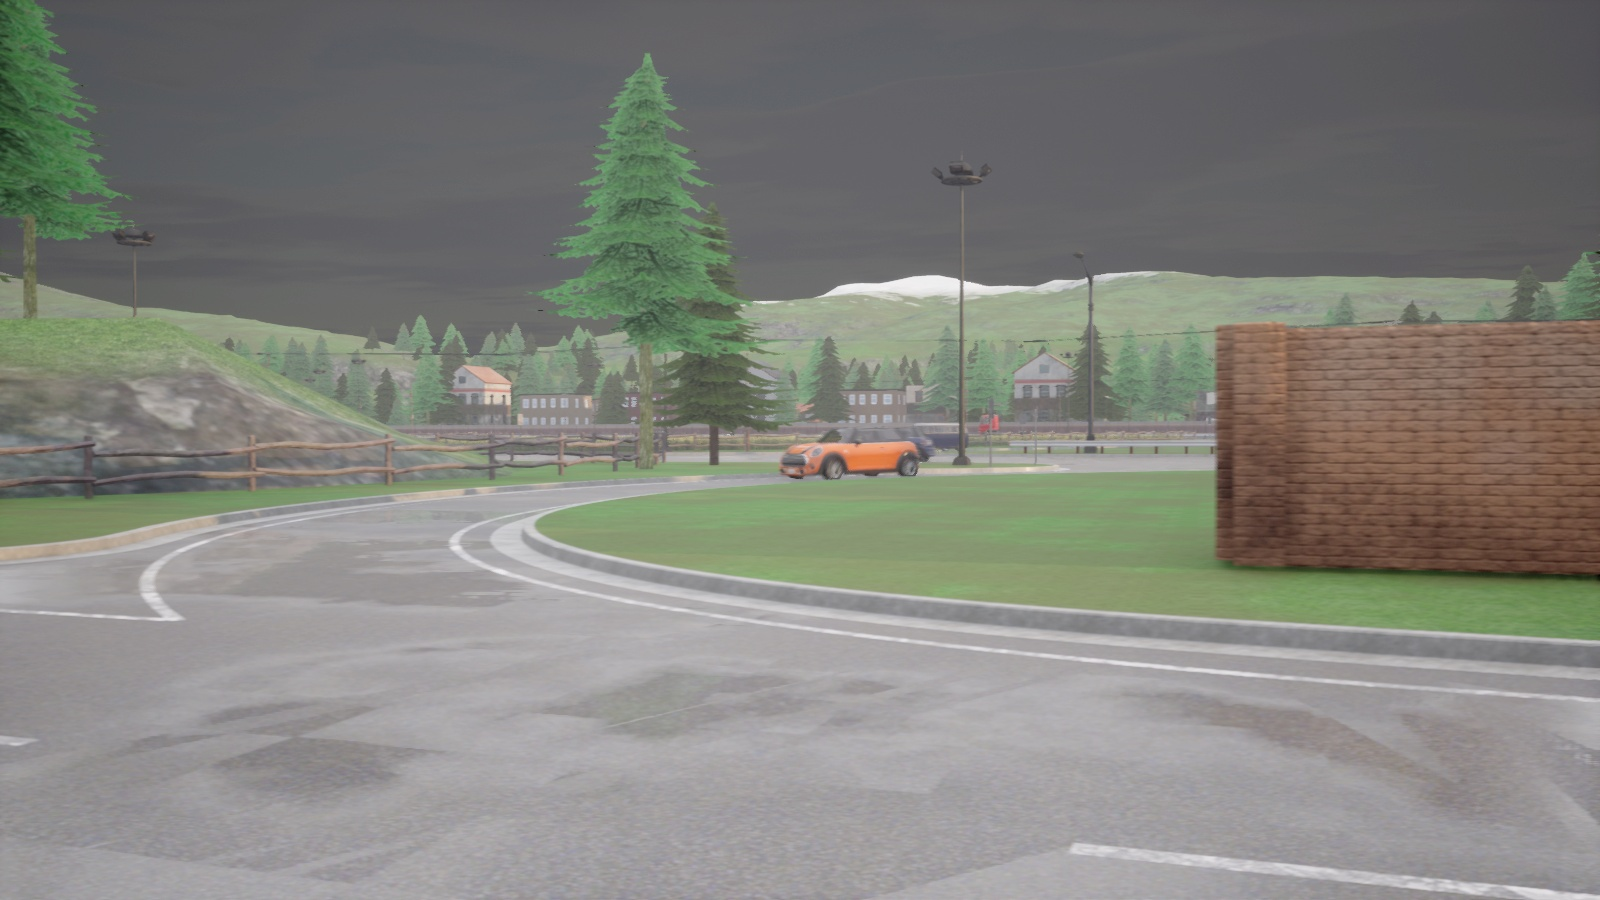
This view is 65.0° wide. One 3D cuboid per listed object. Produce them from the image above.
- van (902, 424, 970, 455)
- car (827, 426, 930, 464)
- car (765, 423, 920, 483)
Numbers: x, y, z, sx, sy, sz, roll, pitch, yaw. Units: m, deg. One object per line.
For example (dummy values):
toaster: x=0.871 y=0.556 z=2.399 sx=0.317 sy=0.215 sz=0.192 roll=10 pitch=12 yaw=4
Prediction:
van: x=9.015 y=-0.721 z=83.331 sx=4.442 sy=1.987 sz=1.775 roll=0 pitch=1 yaw=-36
car: x=3.809 y=-0.271 z=60.592 sx=4.553 sy=1.767 sz=2.097 roll=1 pitch=1 yaw=18
car: x=1.371 y=0.057 z=39.552 sx=4.553 sy=1.767 sz=2.097 roll=0 pitch=1 yaw=-36
